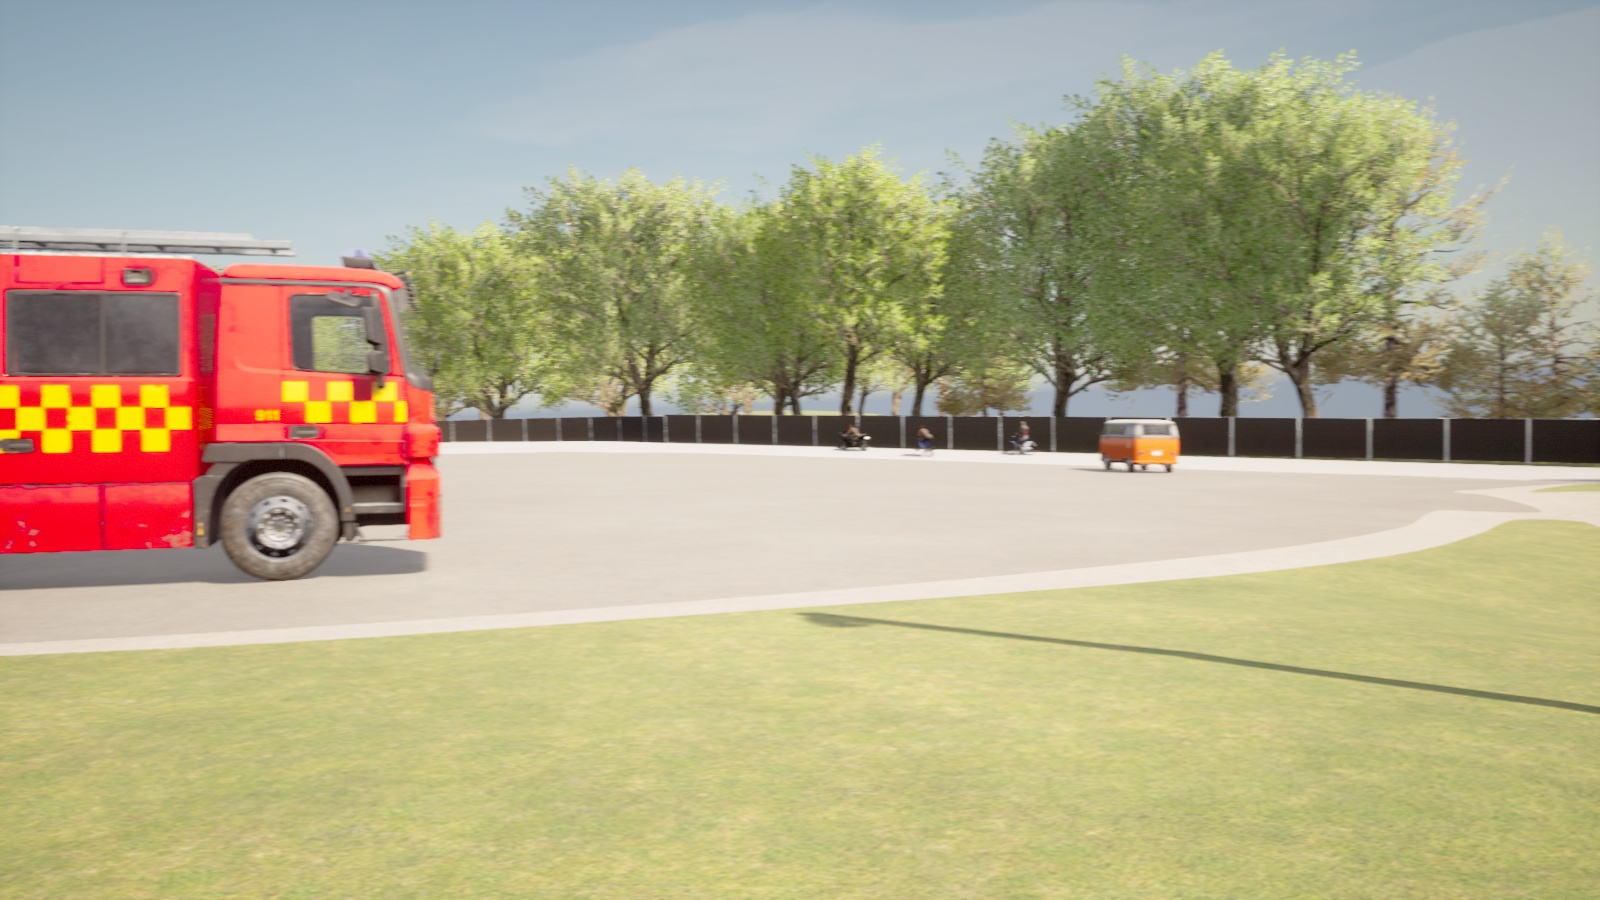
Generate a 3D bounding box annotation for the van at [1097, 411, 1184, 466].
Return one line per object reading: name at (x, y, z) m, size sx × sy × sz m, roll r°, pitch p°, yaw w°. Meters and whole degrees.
van at (12.919, -0.450, 47.896) m, size 1.775 × 1.987 × 4.442 m, roll -1°, pitch 1°, yaw -5°

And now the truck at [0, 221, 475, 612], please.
truck at (-8.043, -0.349, 13.720) m, size 8.468 × 3.827 × 2.891 m, roll -2°, pitch 1°, yaw -16°

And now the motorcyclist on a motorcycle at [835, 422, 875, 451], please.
motorcyclist on a motorcycle at (3.084, -0.756, 70.691) m, size 2.044 × 1.523 × 0.797 m, roll 0°, pitch 4°, yaw 35°
